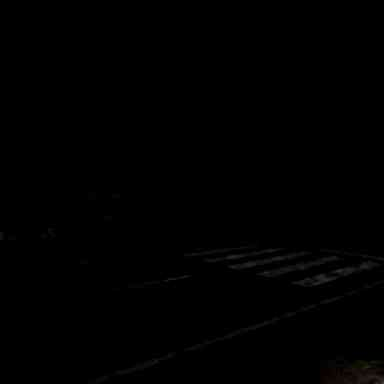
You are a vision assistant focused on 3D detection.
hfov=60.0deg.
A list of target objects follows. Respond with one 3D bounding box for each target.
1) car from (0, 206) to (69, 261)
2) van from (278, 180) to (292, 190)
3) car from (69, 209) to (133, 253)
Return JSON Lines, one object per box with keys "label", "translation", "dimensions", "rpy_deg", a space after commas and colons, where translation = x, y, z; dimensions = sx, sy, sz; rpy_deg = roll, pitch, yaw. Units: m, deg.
{"label": "car", "translation": [-6.326, 1.332, 12.033], "dimensions": [2.185, 1.767, 4.553], "rpy_deg": [0, 0, -36]}
{"label": "van", "translation": [22.422, -1.478, 77.109], "dimensions": [1.878, 1.987, 4.442], "rpy_deg": [5, 6, 40]}
{"label": "car", "translation": [-4.077, 1.452, 13.624], "dimensions": [2.231, 1.521, 4.892], "rpy_deg": [0, 0, -36]}
